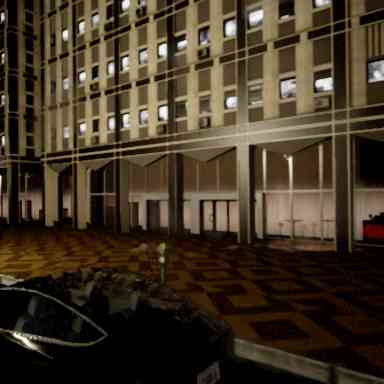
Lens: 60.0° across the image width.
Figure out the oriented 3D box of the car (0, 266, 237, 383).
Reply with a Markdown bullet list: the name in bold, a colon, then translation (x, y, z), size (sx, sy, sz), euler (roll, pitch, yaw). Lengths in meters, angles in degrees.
- **car**: translation (-1.552, 1.603, 3.984), size (4.313, 1.339, 1.947), euler (-1, -1, 35)
